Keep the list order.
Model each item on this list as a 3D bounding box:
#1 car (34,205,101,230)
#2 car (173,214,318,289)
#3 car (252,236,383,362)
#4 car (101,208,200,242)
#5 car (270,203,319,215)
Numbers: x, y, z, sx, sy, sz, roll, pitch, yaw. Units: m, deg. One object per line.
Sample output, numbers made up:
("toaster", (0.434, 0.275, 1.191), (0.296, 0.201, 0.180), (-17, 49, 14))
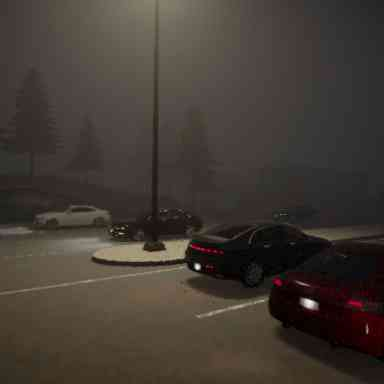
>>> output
("car", (-7.509, 1.559, 21.283), (4.674, 1.442, 1.812), (1, 0, -35))
("car", (2.106, 1.574, 9.430), (4.892, 1.490, 1.837), (1, 0, -35))
("car", (3.348, 1.628, 6.022), (4.181, 1.385, 1.994), (1, 0, -35))
("car", (-1.732, 1.573, 16.785), (4.892, 1.490, 1.837), (1, 0, -35))
("car", (8.738, 1.744, 28.270), (4.892, 1.490, 1.837), (1, -1, -34))
